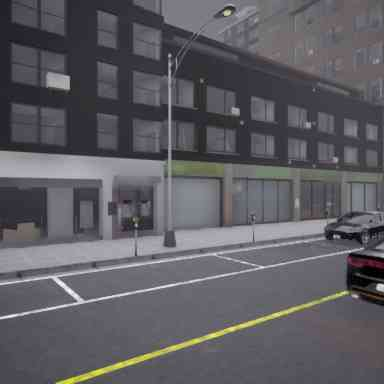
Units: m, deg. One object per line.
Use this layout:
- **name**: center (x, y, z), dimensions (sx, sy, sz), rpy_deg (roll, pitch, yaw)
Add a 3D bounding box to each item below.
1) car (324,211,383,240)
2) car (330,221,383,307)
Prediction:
- **car**: center (8.036, 1.566, 15.630), dimensions (4.313, 1.339, 1.947), rpy_deg (0, 0, -36)
- **car**: center (5.275, 1.477, 7.038), dimensions (5.008, 1.535, 1.882), rpy_deg (0, 0, -35)
